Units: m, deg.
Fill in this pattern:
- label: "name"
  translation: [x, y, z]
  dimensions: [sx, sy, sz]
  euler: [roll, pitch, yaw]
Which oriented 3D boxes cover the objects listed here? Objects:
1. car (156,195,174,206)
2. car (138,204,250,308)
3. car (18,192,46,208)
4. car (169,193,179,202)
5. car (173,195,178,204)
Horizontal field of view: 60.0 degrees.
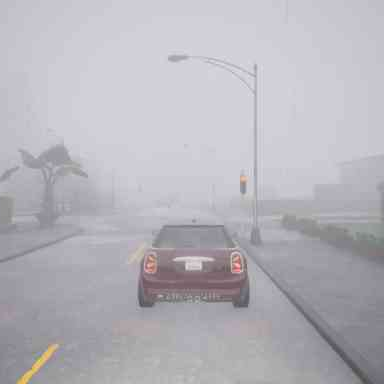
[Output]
- label: "car"
  translation: [-4.056, 1.564, 47.917]
  dimensions: [1.994, 1.385, 4.181]
  euler: [0, 0, 0]
- label: "car"
  translation: [0.051, 1.352, 8.105]
  dimensions: [2.097, 1.767, 4.553]
  euler: [0, 0, 1]
- label: "car"
  translation: [-19.725, 0.985, 41.981]
  dimensions: [1.905, 1.878, 3.866]
  euler: [0, 0, 35]
- label: "car"
  translation: [-3.935, 1.221, 69.292]
  dimensions: [2.150, 2.045, 5.566]
  euler: [0, 0, 0]
- label: "car"
  translation: [-4.027, 1.601, 57.819]
  dimensions: [1.895, 1.301, 4.718]
  euler: [0, 0, 0]
